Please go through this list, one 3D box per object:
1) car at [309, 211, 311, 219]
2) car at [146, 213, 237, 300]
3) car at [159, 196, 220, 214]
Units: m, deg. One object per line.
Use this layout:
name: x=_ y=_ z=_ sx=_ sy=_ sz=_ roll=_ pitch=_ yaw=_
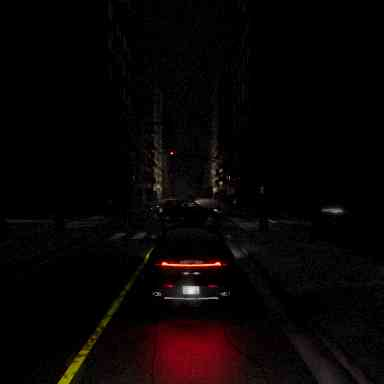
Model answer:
car: x=12.298 y=1.722 z=27.511 sx=5.008 sy=1.535 sz=1.882 roll=1 pitch=0 yaw=-1
car: x=-0.017 y=1.506 z=8.357 sx=1.837 sy=1.490 sz=4.892 roll=0 pitch=0 yaw=0
car: x=-0.148 y=1.372 z=24.194 sx=4.553 sy=1.767 sz=2.097 roll=0 pitch=0 yaw=-1
